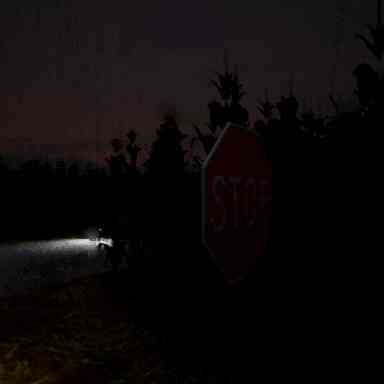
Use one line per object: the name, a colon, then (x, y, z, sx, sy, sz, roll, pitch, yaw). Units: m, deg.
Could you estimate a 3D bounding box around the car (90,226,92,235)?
car: (-3.129, 1.576, 17.160, 1.994, 1.385, 4.181, 0, 0, 36)
